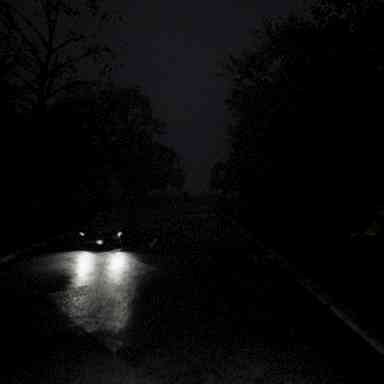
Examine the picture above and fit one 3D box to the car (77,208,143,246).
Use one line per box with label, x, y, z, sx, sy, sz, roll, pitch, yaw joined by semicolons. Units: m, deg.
car;-3.360;1.428;14.788;2.033;1.411;5.357;0;0;0
